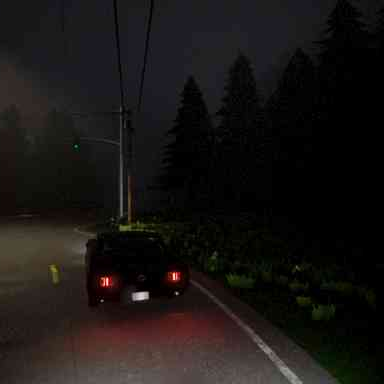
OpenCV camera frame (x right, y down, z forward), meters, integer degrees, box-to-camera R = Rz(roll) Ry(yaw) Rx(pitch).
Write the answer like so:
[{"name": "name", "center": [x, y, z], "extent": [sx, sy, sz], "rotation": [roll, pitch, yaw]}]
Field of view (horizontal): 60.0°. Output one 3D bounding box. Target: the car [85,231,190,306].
[{"name": "car", "center": [-1.615, 1.601, 8.148], "extent": [1.895, 1.301, 4.718], "rotation": [0, 0, -18]}]
